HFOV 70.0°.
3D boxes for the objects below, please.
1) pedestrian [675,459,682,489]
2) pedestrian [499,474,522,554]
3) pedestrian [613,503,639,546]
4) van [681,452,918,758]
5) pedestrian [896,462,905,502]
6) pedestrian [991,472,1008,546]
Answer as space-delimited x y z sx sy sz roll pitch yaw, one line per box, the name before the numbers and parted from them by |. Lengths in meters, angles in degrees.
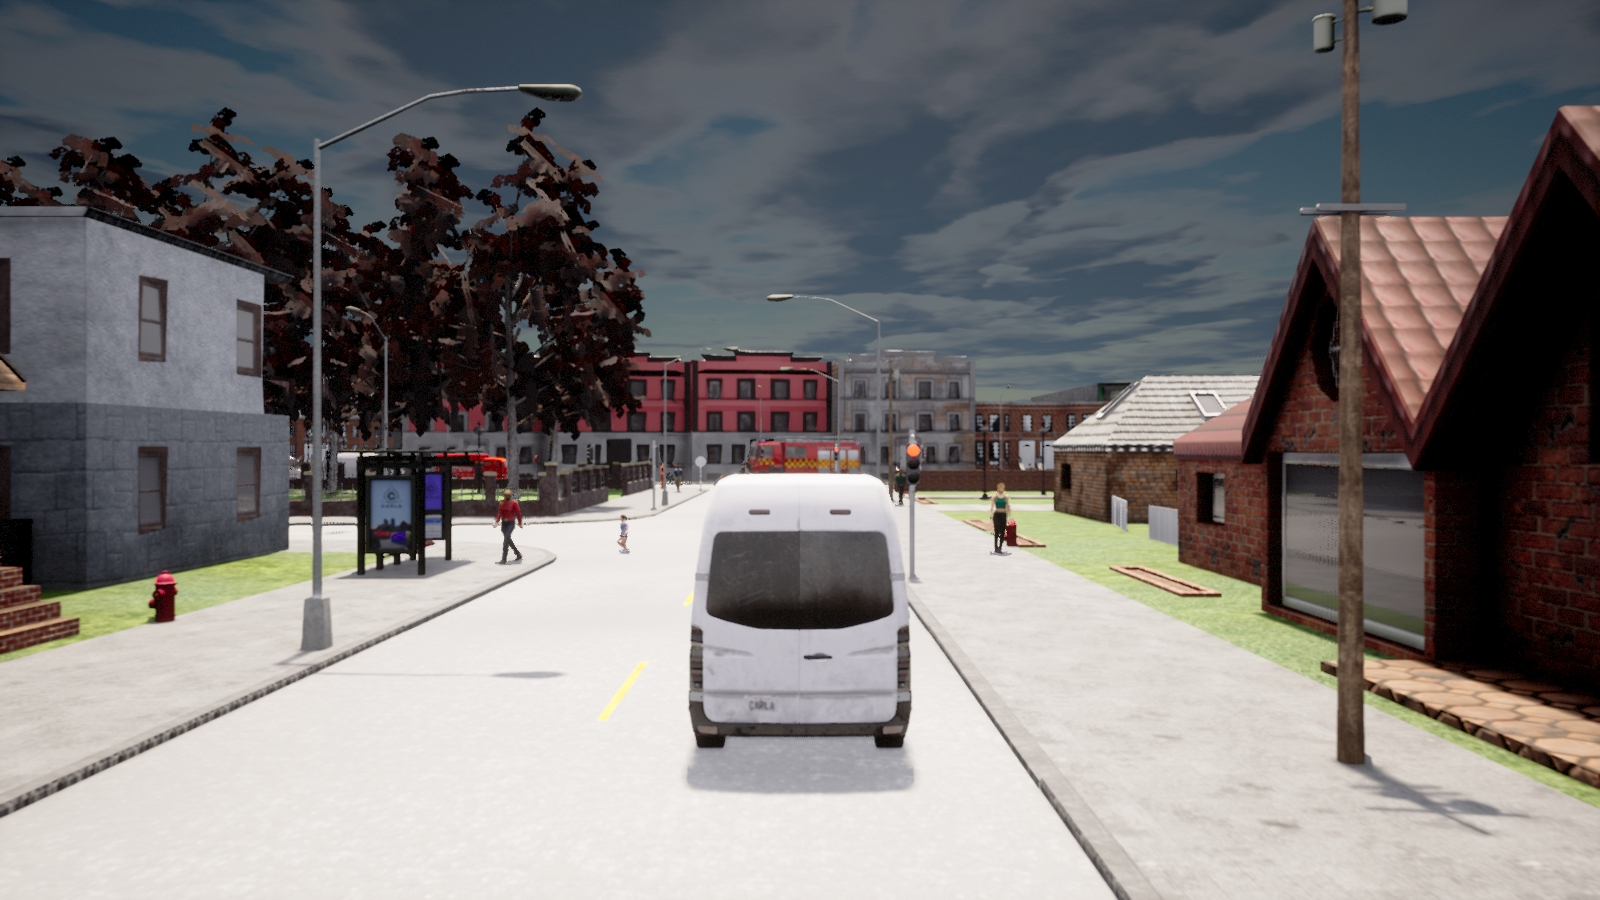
pedestrian | -7.552 1.491 71.009 0.375 1.860 0.375 0 0 2
pedestrian | -6.824 1.504 26.920 0.375 1.860 0.375 0 0 15
pedestrian | -4.687 1.993 30.771 0.500 1.100 0.500 0 0 -40
van | -0.006 1.308 12.562 1.988 2.561 5.915 0 0 0
pedestrian | 4.741 1.497 54.035 0.375 1.860 0.375 0 0 -6
pedestrian | 5.112 1.509 29.283 0.375 1.860 0.375 0 0 -3
